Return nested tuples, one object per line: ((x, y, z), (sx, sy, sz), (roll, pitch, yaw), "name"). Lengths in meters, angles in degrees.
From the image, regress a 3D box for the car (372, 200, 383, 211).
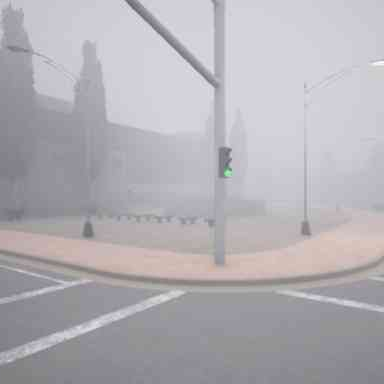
((21.770, 1.601, 36.681), (1.895, 1.301, 4.718), (0, 0, 7), "car")
